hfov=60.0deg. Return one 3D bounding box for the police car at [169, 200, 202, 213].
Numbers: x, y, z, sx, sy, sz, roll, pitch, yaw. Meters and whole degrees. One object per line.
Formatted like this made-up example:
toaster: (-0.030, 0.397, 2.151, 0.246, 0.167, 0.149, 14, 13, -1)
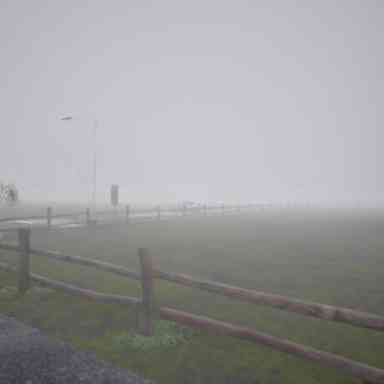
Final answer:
police car: (-0.874, 1.824, 41.424, 2.038, 1.542, 4.974, 2, 0, 35)
